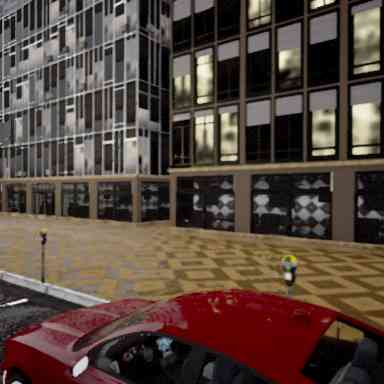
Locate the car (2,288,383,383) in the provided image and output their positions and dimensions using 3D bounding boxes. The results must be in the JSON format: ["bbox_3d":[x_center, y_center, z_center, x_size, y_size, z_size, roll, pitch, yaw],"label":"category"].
[{"bbox_3d":[0.159,1.544,2.755,4.507,1.381,1.887,0,0,35],"label":"car"}]
